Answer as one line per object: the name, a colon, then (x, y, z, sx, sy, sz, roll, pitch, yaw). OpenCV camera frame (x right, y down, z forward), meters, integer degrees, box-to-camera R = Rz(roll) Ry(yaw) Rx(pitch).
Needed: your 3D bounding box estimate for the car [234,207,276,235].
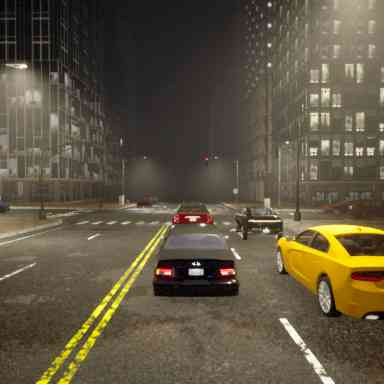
car: (3.277, 1.482, 16.877, 2.128, 1.511, 4.902, 0, 0, 1)

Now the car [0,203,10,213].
car: (-20.035, 1.317, 31.710, 5.008, 1.535, 1.882, 1, 1, 1)

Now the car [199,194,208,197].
car: (2.945, 1.272, 79.756, 2.097, 1.767, 4.553, 0, 0, 0)

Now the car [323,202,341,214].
car: (16.193, 1.589, 34.447, 5.008, 1.535, 1.882, 1, 1, 1)

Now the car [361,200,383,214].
car: (21.669, 1.643, 36.974, 4.829, 1.417, 1.752, 1, 0, 1)

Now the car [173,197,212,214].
car: (0.033, 1.342, 18.047, 2.097, 1.767, 4.553, 0, 0, 0)

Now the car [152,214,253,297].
car: (0.067, 1.543, 8.733, 2.033, 1.411, 5.357, 0, 0, 0)

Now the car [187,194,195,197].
car: (-0.305, 1.470, 79.775, 1.994, 1.385, 4.181, 0, 0, 0)

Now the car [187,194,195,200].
car: (-0.344, 1.295, 89.810, 1.994, 1.385, 4.181, 0, 0, 0)

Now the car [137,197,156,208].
car: (-6.784, 1.567, 48.392, 1.895, 1.301, 4.718, 0, 0, 0)

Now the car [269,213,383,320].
car: (3.323, 1.474, 7.461, 1.882, 1.535, 5.008, 0, 0, 0)

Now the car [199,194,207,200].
car: (2.906, 1.295, 89.822, 1.994, 1.385, 4.181, 0, 0, 0)

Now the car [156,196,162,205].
car: (-6.795, 1.555, 58.389, 1.895, 1.301, 4.718, 0, 0, 0)

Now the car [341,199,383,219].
car: (16.092, 1.519, 28.666, 5.009, 1.841, 2.192, 1, 0, 1)

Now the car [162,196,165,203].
car: (-6.766, 1.501, 69.285, 1.994, 1.385, 4.181, 0, 0, 0)
